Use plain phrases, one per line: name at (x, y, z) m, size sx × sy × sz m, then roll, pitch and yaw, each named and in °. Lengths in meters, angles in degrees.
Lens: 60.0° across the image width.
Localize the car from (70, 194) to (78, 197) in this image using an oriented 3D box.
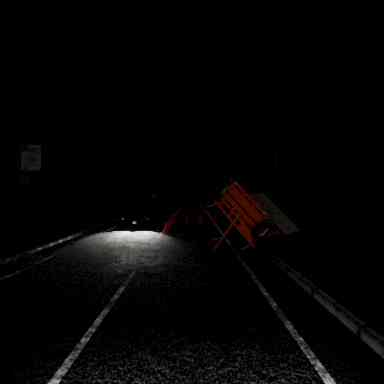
car at (-21.745, 1.601, 55.529) m, size 5.366 × 1.575 × 1.946 m, roll 0°, pitch -1°, yaw 0°

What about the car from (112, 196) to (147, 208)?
car at (-8.812, 1.403, 47.235) m, size 4.553 × 1.767 × 2.185 m, roll 0°, pitch -1°, yaw 0°

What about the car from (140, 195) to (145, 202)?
car at (-8.849, 1.487, 41.628) m, size 4.892 × 1.521 × 2.231 m, roll 0°, pitch 0°, yaw 0°

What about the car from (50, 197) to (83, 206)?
car at (-21.928, 1.629, 58.315) m, size 5.008 × 1.535 × 2.097 m, roll 0°, pitch -1°, yaw 0°

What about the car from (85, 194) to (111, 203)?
car at (-21.931, 1.579, 77.687) m, size 5.566 × 2.045 × 2.435 m, roll 0°, pitch -1°, yaw 0°

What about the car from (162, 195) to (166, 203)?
car at (-8.868, 1.767, 72.464) m, size 5.008 × 1.535 × 2.097 m, roll 0°, pitch -1°, yaw 0°

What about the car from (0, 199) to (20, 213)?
car at (-21.930, 1.456, 36.036) m, size 5.008 × 1.535 × 2.097 m, roll 0°, pitch 0°, yaw 0°

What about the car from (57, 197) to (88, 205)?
car at (-21.908, 1.684, 61.099) m, size 4.792 × 1.488 × 2.163 m, roll 0°, pitch -1°, yaw 0°

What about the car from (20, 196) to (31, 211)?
car at (-21.926, 1.510, 38.823) m, size 4.674 × 1.452 × 2.002 m, roll 0°, pitch 0°, yaw 0°

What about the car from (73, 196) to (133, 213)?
car at (-8.841, 1.447, 33.223) m, size 4.892 × 1.521 × 2.231 m, roll 0°, pitch 0°, yaw 0°

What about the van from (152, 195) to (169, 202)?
van at (-8.783, 1.779, 92.085) m, size 4.442 × 1.987 × 1.878 m, roll 0°, pitch -1°, yaw 0°

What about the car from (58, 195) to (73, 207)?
car at (-21.925, 1.619, 52.743) m, size 4.674 × 1.452 × 2.002 m, roll 0°, pitch -1°, yaw 0°

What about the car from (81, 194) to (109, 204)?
car at (-21.927, 1.546, 75.025) m, size 5.566 × 2.045 × 2.435 m, roll 0°, pitch -1°, yaw 0°

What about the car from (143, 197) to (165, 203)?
car at (-8.910, 1.863, 78.066) m, size 4.792 × 1.488 × 2.163 m, roll 0°, pitch -1°, yaw 0°

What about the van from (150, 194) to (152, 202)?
van at (-8.730, 1.328, 50.040) m, size 4.442 × 1.987 × 1.878 m, roll 0°, pitch -1°, yaw 0°

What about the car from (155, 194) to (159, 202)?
car at (-8.849, 1.629, 58.448) m, size 5.008 × 1.535 × 2.097 m, roll 0°, pitch -1°, yaw 0°

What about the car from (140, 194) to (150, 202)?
car at (-8.872, 1.256, 44.435) m, size 5.566 × 2.045 × 2.435 m, roll 0°, pitch 0°, yaw 0°

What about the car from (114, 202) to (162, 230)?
car at (-3.249, 1.543, 20.676) m, size 1.994 × 1.385 × 4.181 m, roll 0°, pitch 0°, yaw 0°

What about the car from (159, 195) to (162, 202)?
car at (-8.887, 1.403, 61.254) m, size 5.566 × 2.045 × 2.435 m, roll 0°, pitch -1°, yaw 0°

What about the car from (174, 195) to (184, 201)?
car at (-3.248, 1.848, 90.872) m, size 1.882 × 1.535 × 5.008 m, roll 0°, pitch -1°, yaw 0°

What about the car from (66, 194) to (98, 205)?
car at (-21.917, 1.455, 66.670) m, size 5.566 × 2.045 × 2.435 m, roll 0°, pitch -1°, yaw 0°

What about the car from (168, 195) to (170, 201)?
car at (-8.863, 1.966, 86.475) m, size 4.792 × 1.488 × 2.163 m, roll 0°, pitch -1°, yaw 0°

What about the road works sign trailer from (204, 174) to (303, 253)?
road works sign trailer at (2.367, 1.055, 12.618) m, size 3.560 × 2.880 × 2.380 m, roll -5°, pitch 45°, yaw -44°

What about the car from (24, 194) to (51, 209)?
car at (-21.892, 1.381, 44.392) m, size 4.553 × 1.767 × 2.185 m, roll 0°, pitch 0°, yaw 0°

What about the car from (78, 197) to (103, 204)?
car at (-21.950, 1.804, 72.114) m, size 4.674 × 1.452 × 2.002 m, roll 0°, pitch -1°, yaw 0°

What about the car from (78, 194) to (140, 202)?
car at (-8.874, 1.205, 36.025) m, size 5.566 × 2.045 × 2.435 m, roll 0°, pitch 0°, yaw 0°

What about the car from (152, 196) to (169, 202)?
car at (-8.934, 1.913, 94.886) m, size 4.553 × 1.767 × 2.185 m, roll 0°, pitch -1°, yaw 0°

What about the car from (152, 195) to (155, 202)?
car at (-8.842, 1.580, 52.842) m, size 4.892 × 1.521 × 2.231 m, roll 0°, pitch -1°, yaw 0°

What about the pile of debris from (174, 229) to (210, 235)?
pile of debris at (0.000, 2.148, 17.767) m, size 1.860 × 0.140 × 1.500 m, roll 0°, pitch 0°, yaw 0°

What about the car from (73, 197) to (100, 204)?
car at (-21.943, 1.736, 69.454) m, size 5.008 × 1.535 × 2.097 m, roll 0°, pitch -1°, yaw 0°

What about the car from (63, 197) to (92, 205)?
car at (-21.970, 1.709, 63.884) m, size 4.792 × 1.488 × 2.163 m, roll 0°, pitch -1°, yaw 0°

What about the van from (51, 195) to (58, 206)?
van at (-22.040, 1.303, 47.174) m, size 4.442 × 1.987 × 1.878 m, roll 0°, pitch 0°, yaw 0°
